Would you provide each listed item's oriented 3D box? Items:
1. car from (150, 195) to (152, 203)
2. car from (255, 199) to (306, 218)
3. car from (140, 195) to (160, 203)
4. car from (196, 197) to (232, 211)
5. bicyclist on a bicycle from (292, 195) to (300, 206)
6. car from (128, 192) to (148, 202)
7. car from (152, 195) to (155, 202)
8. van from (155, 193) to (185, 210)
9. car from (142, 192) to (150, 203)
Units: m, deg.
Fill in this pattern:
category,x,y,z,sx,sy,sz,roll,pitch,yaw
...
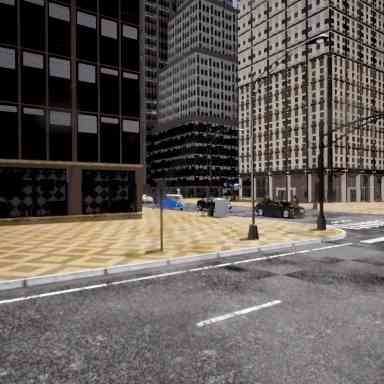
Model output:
category,x,y,z,sx,sy,sz,roll,pitch,yaw
car,-4.755,1.036,57.975,2.192,1.841,5.009,0,0,-34
car,7.679,1.420,29.205,1.837,1.490,4.892,-1,1,-34
car,-7.855,1.239,62.567,1.887,1.381,4.507,0,0,-34
car,2.407,1.362,37.015,2.128,1.511,4.902,-1,1,-34
bicyclist on a bicycle,11.987,1.119,38.432,1.656,1.620,0.582,-1,1,-34
car,-10.955,0.982,67.157,2.192,1.841,5.009,0,0,-34
car,-3.242,1.349,45.395,1.812,1.442,4.674,-1,1,-34
van,-2.401,1.211,39.514,1.690,1.788,3.998,0,0,-34
car,-8.578,1.254,59.002,1.812,1.442,4.674,-1,1,-34
